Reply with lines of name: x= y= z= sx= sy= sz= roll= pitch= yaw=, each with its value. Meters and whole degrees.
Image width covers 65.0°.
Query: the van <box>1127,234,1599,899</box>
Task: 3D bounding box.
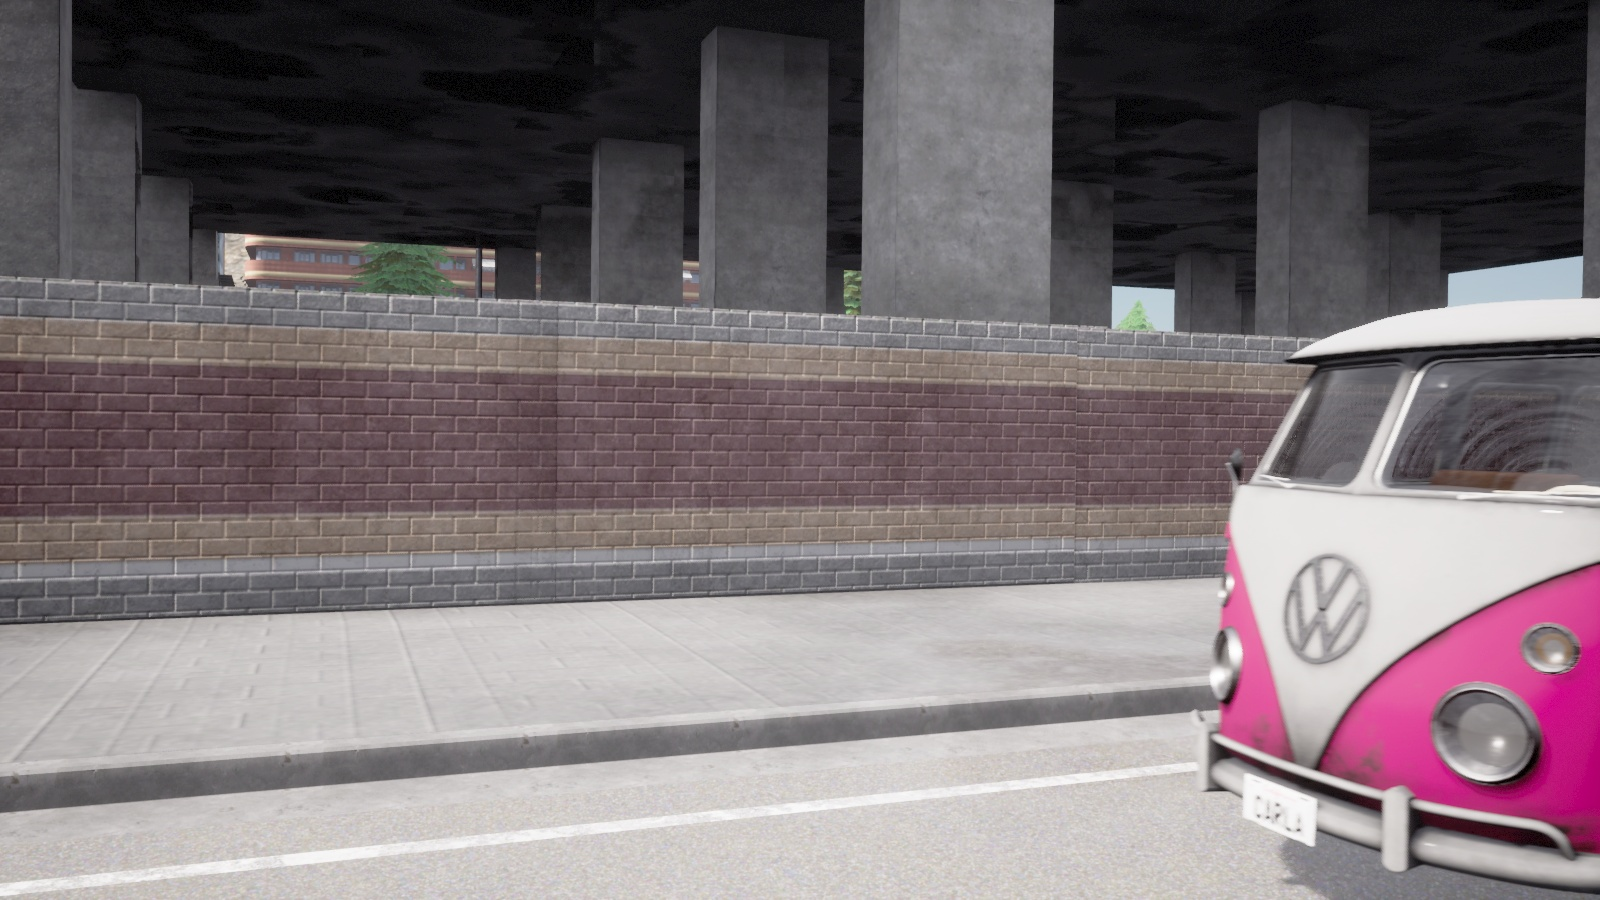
van: x=3.610 y=0.437 z=4.607 sx=4.442 sy=1.987 sz=1.775 roll=-1 pitch=1 yaw=-21
